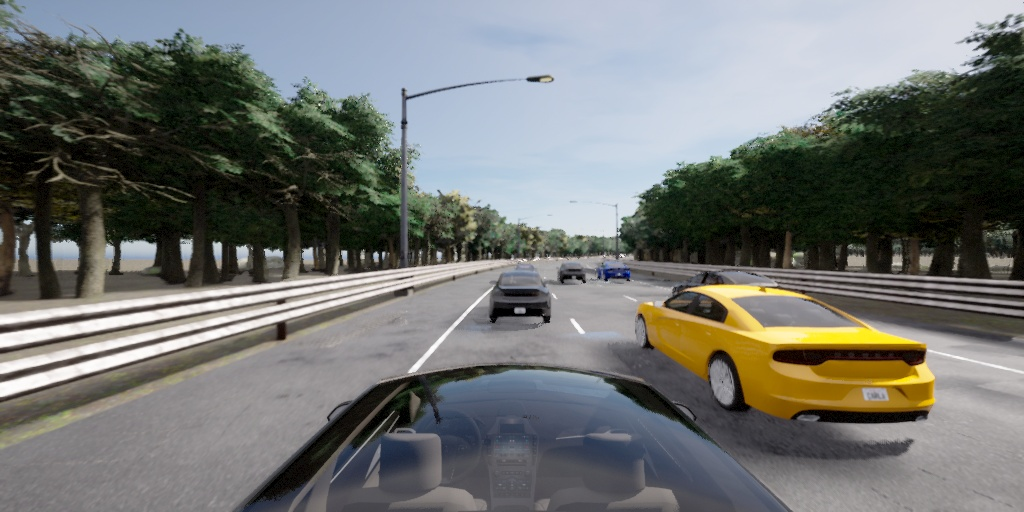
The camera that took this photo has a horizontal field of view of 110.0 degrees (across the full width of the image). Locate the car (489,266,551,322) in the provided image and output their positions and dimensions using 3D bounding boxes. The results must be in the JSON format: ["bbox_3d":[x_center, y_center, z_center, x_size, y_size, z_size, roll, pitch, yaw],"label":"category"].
[{"bbox_3d":[0.284,1.247,12.221,1.837,1.490,4.892,0,0,1],"label":"car"}]

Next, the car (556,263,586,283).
[{"bbox_3d":[4.500,1.239,27.513,1.837,1.490,4.892,0,0,4],"label":"car"}]

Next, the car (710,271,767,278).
[{"bbox_3d":[7.292,1.254,12.430,1.837,1.490,4.892,0,0,2],"label":"car"}]

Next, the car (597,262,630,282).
[{"bbox_3d":[8.109,1.215,28.980,1.882,1.535,5.008,0,0,4],"label":"car"}]

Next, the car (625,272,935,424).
[{"bbox_3d":[3.674,1.228,6.072,1.882,1.535,5.008,0,0,1],"label":"car"}]

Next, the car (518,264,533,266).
[{"bbox_3d":[1.037,1.295,28.129,1.994,1.385,4.181,0,0,4],"label":"car"}]
